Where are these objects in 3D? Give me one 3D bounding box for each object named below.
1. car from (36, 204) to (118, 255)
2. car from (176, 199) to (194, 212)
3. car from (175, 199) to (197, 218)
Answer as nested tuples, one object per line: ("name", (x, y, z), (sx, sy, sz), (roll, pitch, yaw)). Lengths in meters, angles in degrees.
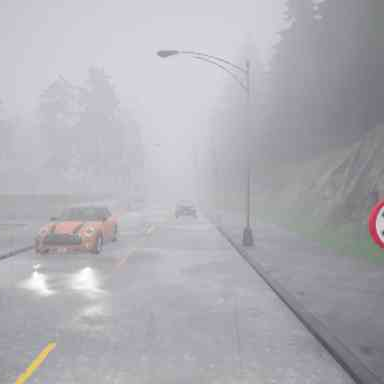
("car", (-4.376, 1.352, 13.326), (2.097, 1.767, 4.553), (0, 0, -1))
("car", (-0.823, 1.547, 39.660), (2.033, 1.411, 5.357), (0, 0, -1))
("car", (-0.564, 1.526, 29.812), (1.812, 1.442, 4.674), (0, 0, -1))
